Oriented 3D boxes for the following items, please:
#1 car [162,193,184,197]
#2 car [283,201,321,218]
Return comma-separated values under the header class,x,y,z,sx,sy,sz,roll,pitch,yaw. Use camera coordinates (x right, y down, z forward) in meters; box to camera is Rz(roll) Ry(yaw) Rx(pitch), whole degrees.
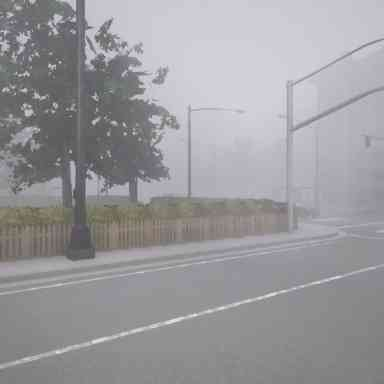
class,x,y,z,sx,sy,sz,roll,pitch,yaw
car,-2.338,1.221,47.233,2.150,2.045,5.566,0,0,-35
car,9.368,1.526,30.313,1.812,1.442,4.674,0,0,-35
